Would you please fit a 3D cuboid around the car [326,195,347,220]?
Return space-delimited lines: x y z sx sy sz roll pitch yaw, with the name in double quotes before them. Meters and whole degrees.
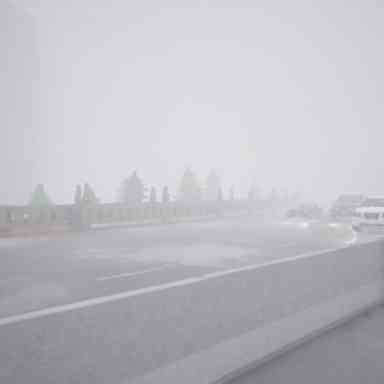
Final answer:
"car" 13.056 1.230 27.297 2.150 2.045 5.566 0 0 36

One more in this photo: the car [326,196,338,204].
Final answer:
"car" 27.661 1.536 65.906 2.033 1.411 5.357 0 0 20

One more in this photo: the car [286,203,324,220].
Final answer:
"car" 9.765 1.622 28.706 1.895 1.301 4.718 0 0 37

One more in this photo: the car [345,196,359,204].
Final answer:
"car" 30.667 1.465 63.929 1.882 1.535 5.008 0 0 20

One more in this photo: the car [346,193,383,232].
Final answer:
"car" 11.085 1.219 19.308 2.150 2.045 5.566 0 0 41

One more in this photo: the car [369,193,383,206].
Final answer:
"car" 31.445 1.214 55.862 2.150 2.045 5.566 0 0 20
